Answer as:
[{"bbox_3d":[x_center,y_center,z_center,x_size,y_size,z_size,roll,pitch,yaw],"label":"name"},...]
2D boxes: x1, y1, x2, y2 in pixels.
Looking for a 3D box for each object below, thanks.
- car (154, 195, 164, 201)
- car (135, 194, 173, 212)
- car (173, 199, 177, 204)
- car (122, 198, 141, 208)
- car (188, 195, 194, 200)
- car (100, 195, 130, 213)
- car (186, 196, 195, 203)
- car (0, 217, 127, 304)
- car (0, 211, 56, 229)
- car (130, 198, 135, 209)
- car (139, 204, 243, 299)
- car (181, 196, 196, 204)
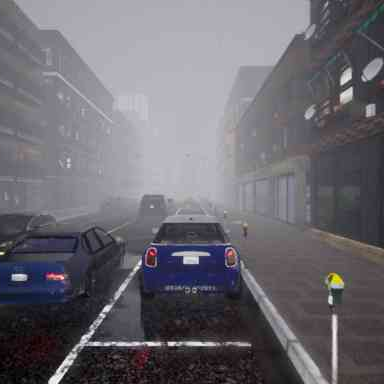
[{"bbox_3d":[-8.678,1.536,87.895,2.008,1.369,4.403,0,0,0],"label":"car"},{"bbox_3d":[-3.092,1.221,28.273,2.150,2.045,5.566,0,0,0],"label":"car"},{"bbox_3d":[-2.966,1.522,43.455,1.812,1.442,4.674,0,0,0],"label":"car"},{"bbox_3d":[-8.747,1.540,48.442,1.887,1.381,4.507,0,0,0],"label":"car"},{"bbox_3d":[-0.287,1.510,93.683,1.752,1.417,4.829,0,0,0],"label":"car"},{"bbox_3d":[-8.765,1.312,37.169,2.192,1.841,5.009,0,0,0],"label":"car"},{"bbox_3d":[-0.327,1.542,70.968,2.008,1.369,4.403,0,0,0],"label":"car"},{"bbox_3d":[-3.028,1.547,8.355,2.033,1.411,5.357,0,0,0],"label":"car"},{"bbox_3d":[-6.222,1.504,12.035,1.837,1.490,4.892,0,0,0],"label":"car"},{"bbox_3d":[-8.757,1.436,42.805,1.967,1.590,4.097,0,0,0],"label":"car"},{"bbox_3d":[-0.014,1.353,8.616,2.097,1.767,4.553,0,0,0],"label":"car"},{"bbox_3d":[-0.386,1.523,37.321,1.752,1.417,4.829,0,0,0],"label":"car"}]
